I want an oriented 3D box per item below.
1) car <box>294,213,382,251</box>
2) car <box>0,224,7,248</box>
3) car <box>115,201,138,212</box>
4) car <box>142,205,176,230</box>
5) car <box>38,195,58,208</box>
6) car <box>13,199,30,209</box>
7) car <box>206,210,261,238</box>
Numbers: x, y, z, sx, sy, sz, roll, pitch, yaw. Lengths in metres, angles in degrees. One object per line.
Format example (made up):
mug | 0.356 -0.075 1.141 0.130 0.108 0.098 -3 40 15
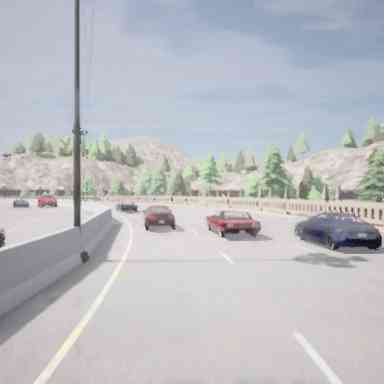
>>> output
car | 6.063 1.572 14.292 1.994 1.385 4.181 0 0 -7
car | -7.796 1.544 10.982 1.812 1.442 4.674 0 0 -7
car | -7.854 1.692 39.446 1.895 1.301 4.718 0 0 -23
car | -2.182 1.556 21.282 1.812 1.442 4.674 0 0 -11
car | -22.411 1.418 51.583 2.150 2.045 5.566 0 0 -33
car | -26.149 1.761 50.920 2.033 1.411 5.357 0 0 -34
car | 2.037 1.619 17.933 1.895 1.301 4.718 0 0 -9
